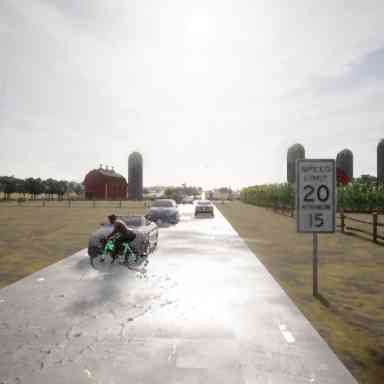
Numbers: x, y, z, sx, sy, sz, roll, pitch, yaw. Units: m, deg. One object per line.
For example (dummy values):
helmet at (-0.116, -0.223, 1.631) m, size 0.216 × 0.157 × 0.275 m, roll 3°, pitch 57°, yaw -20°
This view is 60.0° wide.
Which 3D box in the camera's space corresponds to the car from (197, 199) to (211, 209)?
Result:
car at (1.710, 1.651, 46.893) m, size 1.895 × 1.301 × 4.718 m, roll 0°, pitch 0°, yaw 2°

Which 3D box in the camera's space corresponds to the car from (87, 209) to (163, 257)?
car at (-2.457, 1.563, 12.730) m, size 1.994 × 1.385 × 4.181 m, roll 0°, pitch 0°, yaw 2°

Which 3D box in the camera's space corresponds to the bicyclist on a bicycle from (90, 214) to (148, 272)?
bicyclist on a bicycle at (-2.066, 1.454, 9.374) m, size 1.656 × 1.620 × 0.582 m, roll -1°, pitch 0°, yaw 2°

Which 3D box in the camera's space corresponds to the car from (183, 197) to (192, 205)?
car at (-0.734, 1.622, 60.263) m, size 2.128 × 1.511 × 4.902 m, roll 0°, pitch -1°, yaw 2°

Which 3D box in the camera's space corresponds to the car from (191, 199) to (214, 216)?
car at (1.204, 1.550, 32.682) m, size 2.033 × 1.411 × 5.357 m, roll 0°, pitch 0°, yaw 2°

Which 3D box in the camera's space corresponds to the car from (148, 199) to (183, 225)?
car at (-2.045, 1.349, 24.001) m, size 2.097 × 1.767 × 4.553 m, roll 0°, pitch 0°, yaw 2°
